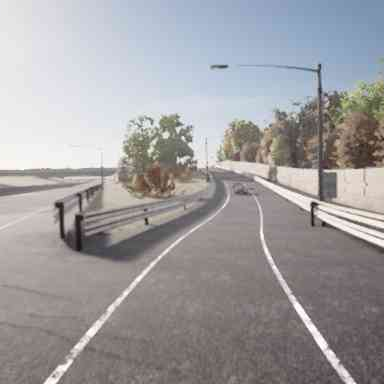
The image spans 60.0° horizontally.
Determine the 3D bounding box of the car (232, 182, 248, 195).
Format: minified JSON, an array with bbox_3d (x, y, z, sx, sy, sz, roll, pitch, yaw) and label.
[{"bbox_3d":[7.305,-0.343,50.112,1.895,1.301,4.718,-1,4,6],"label":"car"}]
